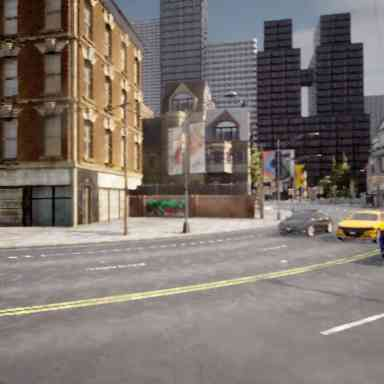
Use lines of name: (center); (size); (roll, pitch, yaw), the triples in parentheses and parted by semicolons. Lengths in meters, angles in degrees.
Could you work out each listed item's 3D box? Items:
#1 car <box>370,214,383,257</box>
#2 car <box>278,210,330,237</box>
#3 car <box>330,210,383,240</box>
car: (8.885, 1.664, 12.644); (5.008, 1.535, 1.882); (1, -1, -41)
car: (7.082, 1.872, 20.506); (1.837, 1.490, 4.892); (-1, -2, 43)
car: (9.513, 1.763, 17.999); (1.882, 1.535, 5.008); (-1, -2, 43)
